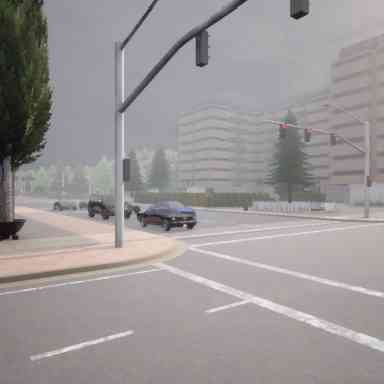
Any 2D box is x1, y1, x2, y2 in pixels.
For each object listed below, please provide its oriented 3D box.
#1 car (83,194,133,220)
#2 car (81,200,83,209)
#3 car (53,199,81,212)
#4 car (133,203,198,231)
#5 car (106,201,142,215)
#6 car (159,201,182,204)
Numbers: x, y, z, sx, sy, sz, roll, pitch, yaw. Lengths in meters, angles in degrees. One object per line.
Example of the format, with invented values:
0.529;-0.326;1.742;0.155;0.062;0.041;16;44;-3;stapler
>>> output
-7.174;1.222;28.511;2.150;2.045;5.566;0;0;-36;car
-13.083;1.526;42.709;1.812;1.442;4.674;0;0;-35;car
-15.126;1.526;39.548;1.812;1.442;4.674;0;0;-35;car
-1.658;1.601;20.816;1.895;1.301;4.718;0;0;-35;car
-7.089;1.601;34.375;1.895;1.301;4.718;0;0;-36;car
-1.630;1.478;26.809;1.882;1.535;5.008;0;0;-36;car
